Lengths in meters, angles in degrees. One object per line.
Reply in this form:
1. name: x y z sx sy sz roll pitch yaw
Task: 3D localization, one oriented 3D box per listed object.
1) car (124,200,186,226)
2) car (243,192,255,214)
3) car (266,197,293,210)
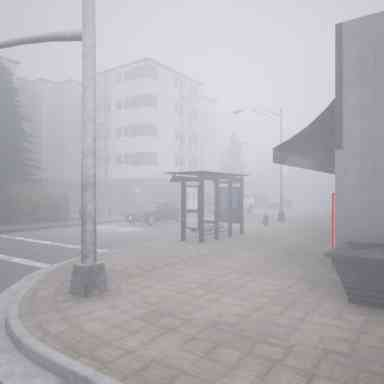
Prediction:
1. car: -2.368 1.328 22.203 1.837 1.490 4.892 0 0 36
2. car: 3.849 1.045 30.853 2.150 2.045 5.566 0 0 36
3. car: 10.559 1.301 40.120 1.882 1.535 5.008 0 0 36
